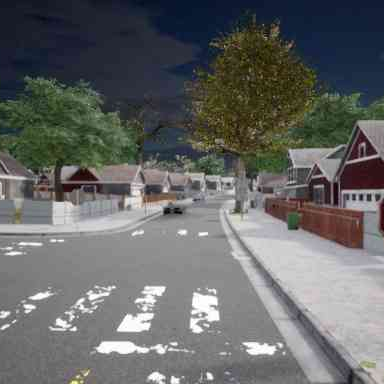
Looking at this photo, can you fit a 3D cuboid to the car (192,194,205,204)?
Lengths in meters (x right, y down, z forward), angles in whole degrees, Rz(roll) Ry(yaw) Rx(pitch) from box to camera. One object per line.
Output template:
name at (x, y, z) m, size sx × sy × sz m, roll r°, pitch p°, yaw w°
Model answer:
car at (1.239, 1.124, 57.224) m, size 2.033 × 1.411 × 5.357 m, roll 0°, pitch 1°, yaw 8°

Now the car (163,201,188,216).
car at (-1.537, 1.506, 31.172) m, size 1.895 × 1.301 × 4.718 m, roll 0°, pitch 0°, yaw 4°
